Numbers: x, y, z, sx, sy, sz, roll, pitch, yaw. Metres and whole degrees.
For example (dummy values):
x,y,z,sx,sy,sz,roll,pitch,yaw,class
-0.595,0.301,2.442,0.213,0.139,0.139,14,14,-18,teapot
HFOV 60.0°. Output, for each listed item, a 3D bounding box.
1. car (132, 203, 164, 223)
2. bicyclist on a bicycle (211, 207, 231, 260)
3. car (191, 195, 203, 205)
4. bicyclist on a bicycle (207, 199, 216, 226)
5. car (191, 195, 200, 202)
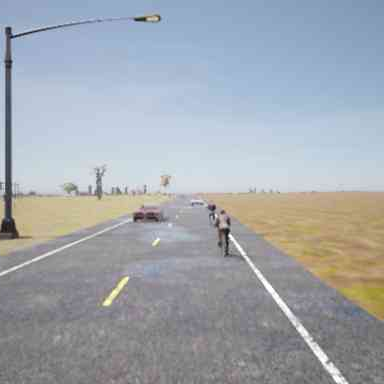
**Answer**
x,y,z,sx,sy,sz,roll,pitch,yaw,class
-3.254,1.555,25.375,1.895,1.301,4.718,0,0,1,car
1.072,1.432,11.356,0.582,1.620,1.656,0,0,1,bicyclist on a bicycle
0.779,1.514,54.572,1.895,1.301,4.718,0,0,0,car
1.238,1.333,21.239,0.659,1.776,1.843,0,0,1,bicyclist on a bicycle
0.740,1.432,73.705,2.128,1.511,4.902,0,0,0,car
